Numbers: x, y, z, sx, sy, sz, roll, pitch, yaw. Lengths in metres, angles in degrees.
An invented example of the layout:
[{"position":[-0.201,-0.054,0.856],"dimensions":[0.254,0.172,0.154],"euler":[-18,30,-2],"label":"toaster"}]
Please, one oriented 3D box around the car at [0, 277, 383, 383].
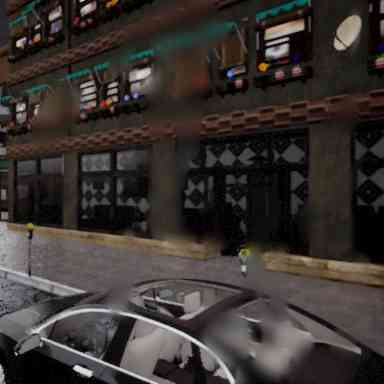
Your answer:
[{"position":[-0.340,1.531,3.122],"dimensions":[4.403,1.369,2.008],"euler":[1,0,35],"label":"car"}]
